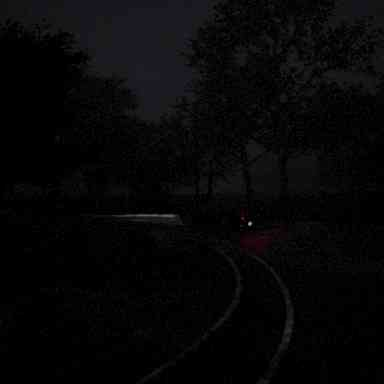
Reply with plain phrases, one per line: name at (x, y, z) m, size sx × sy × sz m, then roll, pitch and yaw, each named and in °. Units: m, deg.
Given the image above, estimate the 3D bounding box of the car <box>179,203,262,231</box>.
car at (1.398, 1.265, 18.213) m, size 1.895 × 1.301 × 4.718 m, roll -3°, pitch 2°, yaw -42°
